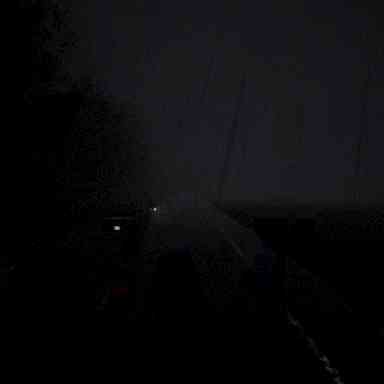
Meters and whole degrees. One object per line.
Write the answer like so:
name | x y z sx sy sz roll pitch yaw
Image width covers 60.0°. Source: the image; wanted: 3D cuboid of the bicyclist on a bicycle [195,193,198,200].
bicyclist on a bicycle | 0.983 1.026 74.749 0.659 1.776 1.843 0 0 0

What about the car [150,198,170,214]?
car | -3.392 1.350 33.307 1.837 1.490 4.892 0 0 0

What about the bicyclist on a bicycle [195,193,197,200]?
bicyclist on a bicycle | 0.986 1.068 83.754 0.582 1.620 1.656 0 0 0

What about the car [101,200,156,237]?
car | -3.396 1.409 17.524 2.128 1.511 4.902 0 0 0
